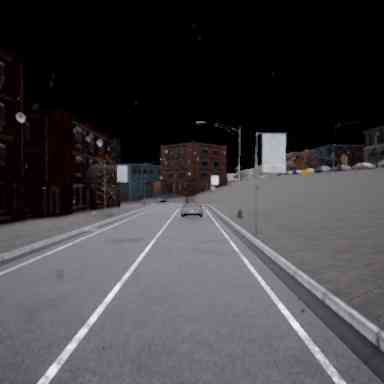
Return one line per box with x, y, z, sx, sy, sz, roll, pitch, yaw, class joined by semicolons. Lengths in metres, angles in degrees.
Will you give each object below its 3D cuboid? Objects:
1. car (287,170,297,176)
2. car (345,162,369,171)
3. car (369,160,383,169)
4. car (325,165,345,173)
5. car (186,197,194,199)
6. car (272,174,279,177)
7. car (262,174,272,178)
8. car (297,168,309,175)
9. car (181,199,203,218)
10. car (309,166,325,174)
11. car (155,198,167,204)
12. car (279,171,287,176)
22.079;-3.832;68.913;2.002;1.452;4.674;0;1;-3;car
24.226;-3.424;46.707;2.002;1.452;4.674;0;1;-7;car
25.033;-3.362;41.346;2.231;1.521;4.892;0;1;-9;car
23.523;-3.535;52.180;2.163;1.488;4.792;0;1;-6;car
-0.346;1.702;61.679;1.837;1.490;4.892;0;-2;-4;car
21.714;-4.047;79.973;2.231;1.521;4.892;0;1;-1;car
21.474;-4.304;90.909;2.185;1.767;4.553;0;1;-1;car
22.432;-3.771;63.376;2.097;1.535;5.008;0;1;-4;car
-0.005;1.596;30.179;1.994;1.385;4.181;0;0;0;car
22.902;-3.795;57.871;2.185;1.767;4.553;0;1;-5;car
-6.803;2.004;73.979;1.895;1.301;4.718;0;-1;-17;car
21.844;-3.969;74.455;2.231;1.521;4.892;0;1;-1;car
